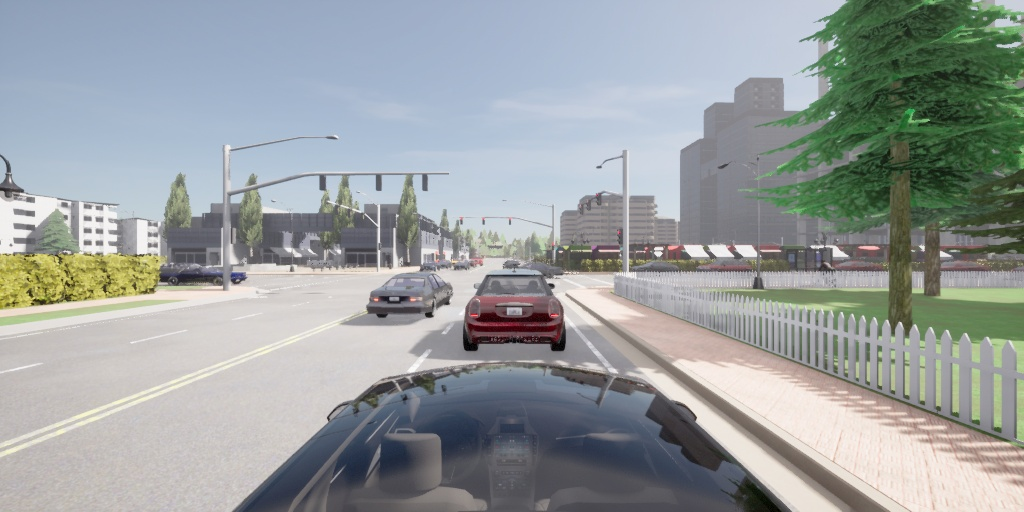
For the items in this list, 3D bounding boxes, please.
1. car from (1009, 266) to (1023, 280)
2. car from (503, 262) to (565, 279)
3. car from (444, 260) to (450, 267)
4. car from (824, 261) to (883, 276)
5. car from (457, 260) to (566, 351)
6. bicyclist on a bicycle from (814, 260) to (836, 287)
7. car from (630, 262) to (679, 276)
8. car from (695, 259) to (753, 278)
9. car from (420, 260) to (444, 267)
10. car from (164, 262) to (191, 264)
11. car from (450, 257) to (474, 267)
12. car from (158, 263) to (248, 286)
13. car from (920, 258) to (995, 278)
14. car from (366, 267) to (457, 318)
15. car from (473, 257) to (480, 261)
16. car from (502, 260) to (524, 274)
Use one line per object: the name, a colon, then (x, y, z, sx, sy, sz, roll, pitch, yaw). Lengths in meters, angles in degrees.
car: (43.877, 1.314, 29.449, 4.181, 1.385, 1.994, 0, 0, -3)
car: (1.929, 1.298, 32.122, 5.357, 1.411, 2.033, 0, 0, -1)
car: (-10.602, 1.297, 56.176, 2.033, 1.411, 5.357, 0, 0, 0)
car: (34.535, 1.227, 36.373, 5.008, 1.535, 1.882, 0, 0, -1)
car: (0.063, 1.102, 9.140, 2.097, 1.767, 4.553, 0, 0, 0)
bicyclist on a bicycle: (18.790, 1.052, 21.497, 0.582, 1.620, 1.656, 0, 0, -1)
car: (14.231, 1.275, 35.848, 4.674, 1.442, 1.812, 0, 0, -2)
car: (19.098, 1.101, 32.490, 4.553, 1.767, 2.097, 0, 0, -1)
car: (-10.628, 1.314, 46.933, 1.994, 1.385, 4.181, 0, 0, 1)
car: (-25.393, 1.241, 27.784, 4.902, 1.511, 2.128, 0, 0, -2)
car: (-7.098, 1.297, 51.454, 2.033, 1.411, 5.357, 0, 0, 0)
car: (-20.883, 1.351, 24.388, 4.718, 1.301, 1.895, 0, 0, -1)
car: (40.677, 1.227, 33.002, 5.008, 1.535, 1.882, 0, 0, -1)
car: (-3.419, 1.297, 12.975, 2.033, 1.411, 5.357, 0, 0, 0)
car: (-7.085, 1.351, 61.036, 1.895, 1.301, 4.718, 0, 0, 0)
car: (0.037, 1.256, 43.029, 1.837, 1.490, 4.892, -3, 0, -9)
